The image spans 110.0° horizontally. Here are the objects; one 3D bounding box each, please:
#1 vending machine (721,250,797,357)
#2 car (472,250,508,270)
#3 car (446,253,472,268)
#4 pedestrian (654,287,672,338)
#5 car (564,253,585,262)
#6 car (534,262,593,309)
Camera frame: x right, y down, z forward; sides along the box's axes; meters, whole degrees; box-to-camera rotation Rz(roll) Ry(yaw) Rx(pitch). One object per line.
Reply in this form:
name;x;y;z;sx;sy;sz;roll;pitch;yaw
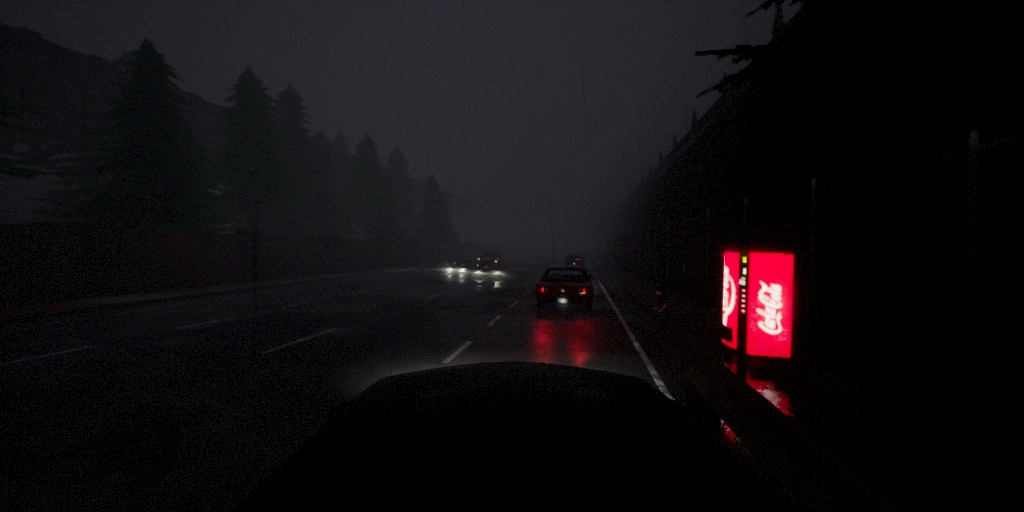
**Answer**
vending machine;4.695;0.878;6.967;1.100;2.100;0.880;0;0;11
car;-1.743;0.303;32.293;2.097;1.767;4.553;1;1;11
car;-4.846;0.411;34.742;1.994;1.385;4.181;1;1;11
pedestrian;3.429;1.208;8.145;0.375;1.300;0.375;1;1;11
car;6.482;0.447;37.164;1.837;1.490;4.892;1;1;11
car;2.055;1.079;13.568;1.895;1.301;4.718;1;1;11
